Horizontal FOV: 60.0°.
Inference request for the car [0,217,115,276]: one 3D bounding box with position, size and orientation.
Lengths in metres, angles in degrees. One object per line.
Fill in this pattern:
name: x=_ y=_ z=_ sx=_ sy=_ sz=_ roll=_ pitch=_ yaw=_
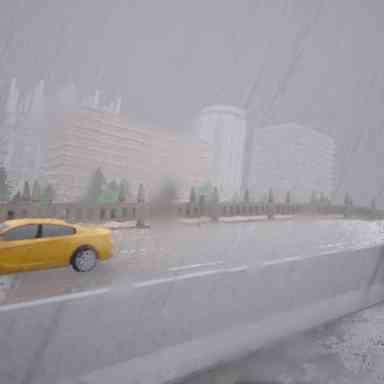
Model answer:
car: x=-4.687 y=1.490 z=9.249 sx=5.008 sy=1.535 sz=1.882 roll=1 pitch=0 yaw=-35
